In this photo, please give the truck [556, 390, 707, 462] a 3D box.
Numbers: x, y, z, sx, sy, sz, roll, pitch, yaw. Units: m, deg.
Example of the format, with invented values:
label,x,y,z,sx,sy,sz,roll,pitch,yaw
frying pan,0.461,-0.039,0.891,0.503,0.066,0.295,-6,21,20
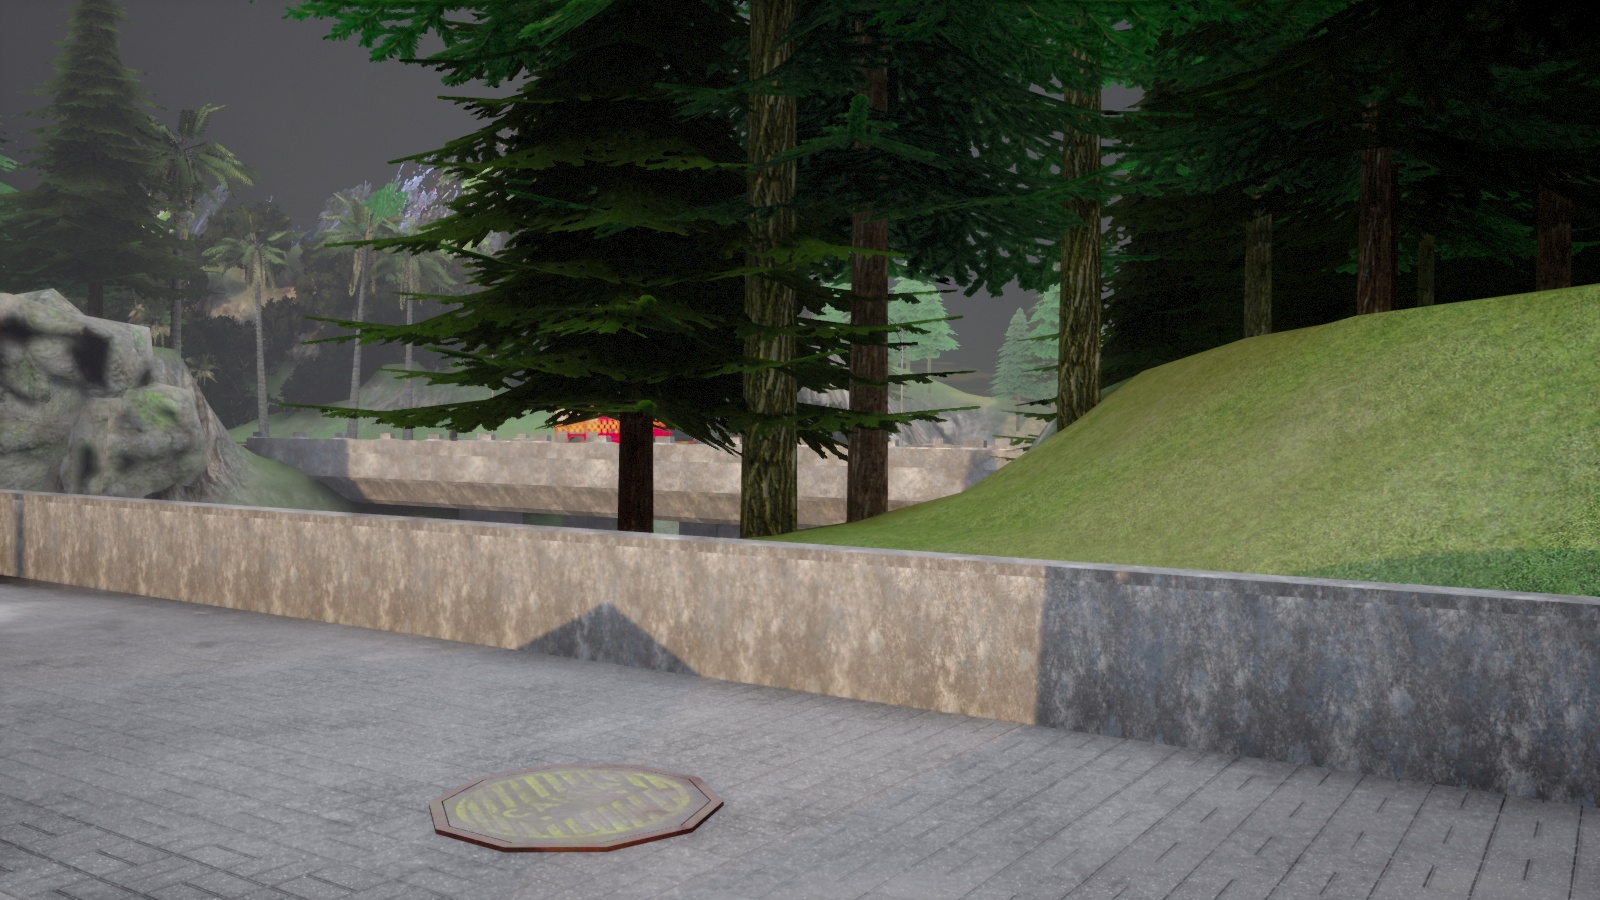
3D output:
label,x,y,z,sx,sy,sz,roll,pitch,yaw
truck,-9.452,-1.302,69.912,8.468,3.827,2.891,0,1,34
